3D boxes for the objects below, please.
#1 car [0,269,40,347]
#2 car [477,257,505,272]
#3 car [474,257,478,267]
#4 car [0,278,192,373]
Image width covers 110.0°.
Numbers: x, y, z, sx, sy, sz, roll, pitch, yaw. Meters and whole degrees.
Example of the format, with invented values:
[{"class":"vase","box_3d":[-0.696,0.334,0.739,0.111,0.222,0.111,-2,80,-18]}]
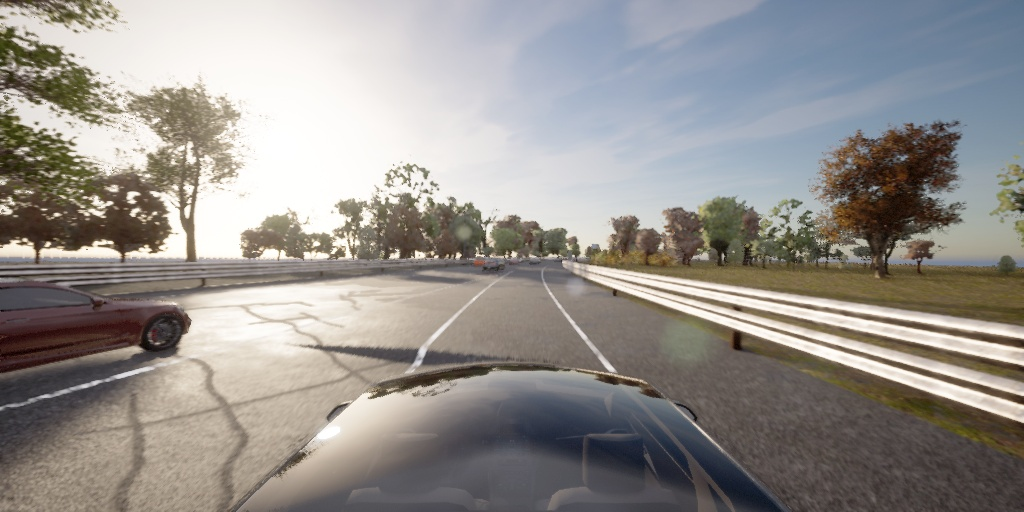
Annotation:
[{"class":"car","box_3d":[-11.058,1.014,5.168,1.837,1.490,4.892,0,0,7]},{"class":"car","box_3d":[-2.095,1.080,41.571,2.128,1.511,4.902,0,0,10]},{"class":"car","box_3d":[-5.141,0.965,63.312,2.097,1.767,4.553,0,0,11]},{"class":"car","box_3d":[-7.519,1.047,5.234,1.812,1.442,4.674,0,0,7]}]
